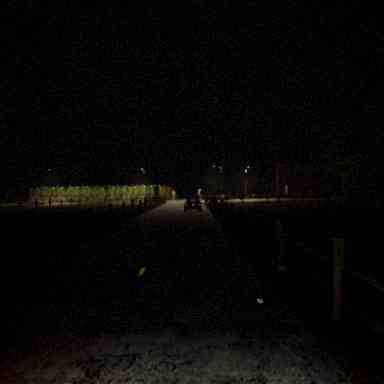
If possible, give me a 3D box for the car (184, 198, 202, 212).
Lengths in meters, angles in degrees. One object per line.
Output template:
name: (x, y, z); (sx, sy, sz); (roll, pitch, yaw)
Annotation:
car: (0.102, 1.326, 35.802); (2.033, 1.411, 5.357); (0, 0, 0)
